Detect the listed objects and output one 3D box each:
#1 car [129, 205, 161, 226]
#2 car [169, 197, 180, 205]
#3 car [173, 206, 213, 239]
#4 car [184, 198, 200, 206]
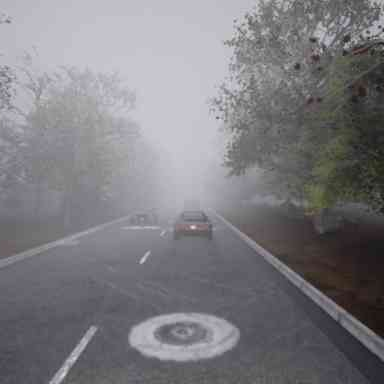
[{"bbox_3d":[-3.414,1.700,24.822,1.994,1.385,4.181,0,0,0],"label":"car"},{"bbox_3d":[-3.436,1.838,66.652,1.837,1.490,4.892,0,0,0],"label":"car"},{"bbox_3d":[0.052,1.662,17.875,1.994,1.385,4.181,0,0,0],"label":"car"},{"bbox_3d":[-0.017,1.572,43.158,2.097,1.767,4.553,0,0,0],"label":"car"}]
